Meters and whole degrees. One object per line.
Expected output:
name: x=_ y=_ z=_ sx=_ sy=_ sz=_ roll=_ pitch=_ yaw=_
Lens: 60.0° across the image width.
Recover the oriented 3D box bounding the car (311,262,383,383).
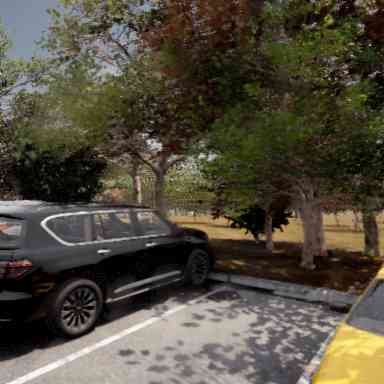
car: x=2.677 y=1.477 z=3.623 sx=1.946 sy=1.575 sz=5.366 roll=0 pitch=0 yaw=36

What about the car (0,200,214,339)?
car: x=-1.708 y=1.242 z=7.016 sx=2.435 sy=2.045 sz=5.566 roll=0 pitch=0 yaw=36
